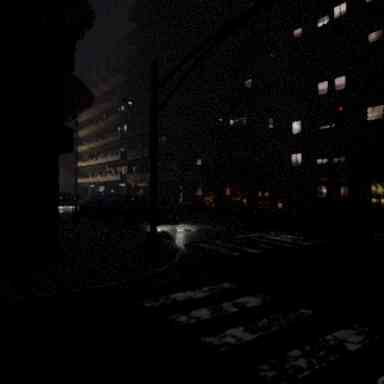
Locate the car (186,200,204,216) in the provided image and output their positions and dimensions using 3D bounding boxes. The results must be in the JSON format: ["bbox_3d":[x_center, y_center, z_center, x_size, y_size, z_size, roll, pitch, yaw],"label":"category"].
[{"bbox_3d":[-0.084,1.350,29.410,1.802,1.307,4.206,2,0,-36],"label":"car"}]

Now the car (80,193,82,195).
[{"bbox_3d":[-19.663,0.830,56.497,1.887,1.381,4.507,2,0,-36],"label":"car"}]

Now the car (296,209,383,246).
[{"bbox_3d":[7.245,1.544,15.431,4.674,1.442,1.812,2,3,32],"label":"car"}]

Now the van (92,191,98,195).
[{"bbox_3d":[-13.131,0.787,47.469,1.690,1.788,3.998,2,0,-36],"label":"van"}]

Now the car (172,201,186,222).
[{"bbox_3d":[-2.811,1.226,23.282,1.882,1.535,5.008,1,0,-36],"label":"car"}]

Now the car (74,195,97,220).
[{"bbox_3d":[-6.897,1.214,24.532,1.887,1.381,4.507,2,0,-36],"label":"car"}]

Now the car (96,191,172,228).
[{"bbox_3d":[-3.626,1.065,20.018,2.192,1.841,5.009,2,0,-36],"label":"car"}]

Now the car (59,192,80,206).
[{"bbox_3d":[-16.113,0.771,41.740,2.097,1.767,4.553,1,0,-36],"label":"car"}]

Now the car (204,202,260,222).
[{"bbox_3d":[3.180,1.414,24.895,1.947,1.339,4.313,2,0,-36],"label":"car"}]
